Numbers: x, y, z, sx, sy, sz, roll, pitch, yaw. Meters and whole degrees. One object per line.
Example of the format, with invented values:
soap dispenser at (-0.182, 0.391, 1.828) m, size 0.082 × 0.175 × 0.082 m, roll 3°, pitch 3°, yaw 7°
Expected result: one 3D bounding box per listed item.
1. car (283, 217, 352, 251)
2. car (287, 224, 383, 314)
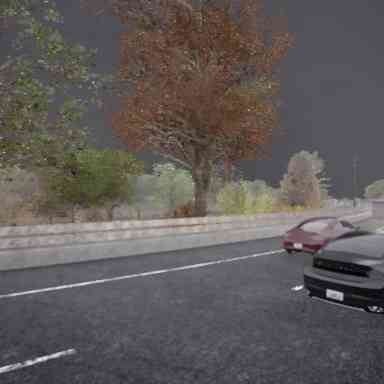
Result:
car at (5.317, 1.689, 12.866) m, size 4.674 × 1.442 × 1.812 m, roll 1°, pitch -1°, yaw -42°
car at (4.418, 1.608, 7.470) m, size 4.892 × 1.490 × 1.837 m, roll 1°, pitch -1°, yaw -39°
